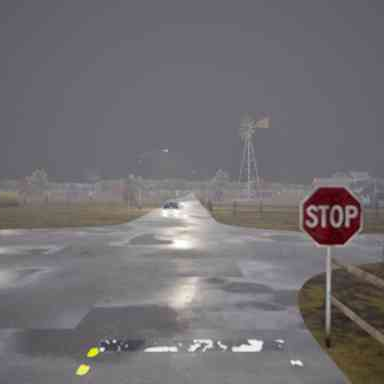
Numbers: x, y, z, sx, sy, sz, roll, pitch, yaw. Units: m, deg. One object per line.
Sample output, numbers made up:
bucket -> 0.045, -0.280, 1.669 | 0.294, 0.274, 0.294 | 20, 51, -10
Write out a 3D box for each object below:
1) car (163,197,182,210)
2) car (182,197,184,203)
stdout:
car -> -2.772, 1.672, 44.806 | 1.895, 1.301, 4.718 | 0, 0, 0
car -> -2.789, 1.800, 78.025 | 1.895, 1.301, 4.718 | 0, 0, 0
